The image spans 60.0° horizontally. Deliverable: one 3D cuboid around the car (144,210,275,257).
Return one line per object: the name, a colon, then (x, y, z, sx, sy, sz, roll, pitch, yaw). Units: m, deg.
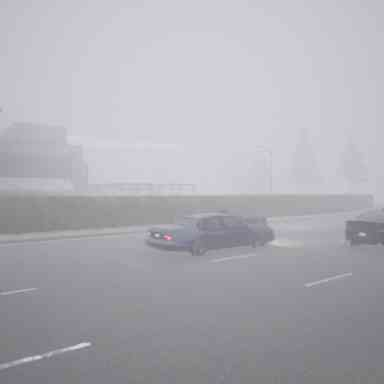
car: (0.825, 1.544, 12.936, 5.357, 1.411, 2.033, 0, 0, -36)

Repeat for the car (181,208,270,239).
car: (1.895, 1.595, 18.000, 4.718, 1.301, 1.895, 0, 0, -36)

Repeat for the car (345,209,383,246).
car: (8.496, 1.471, 14.108, 5.008, 1.535, 1.882, 0, 0, -36)
